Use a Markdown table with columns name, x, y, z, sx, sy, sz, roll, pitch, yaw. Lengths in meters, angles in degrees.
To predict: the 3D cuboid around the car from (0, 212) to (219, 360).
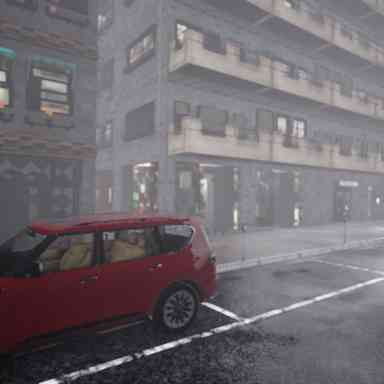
| name | x | y | z | sx | sy | sz | roll | pitch | yaw |
| --- | --- | --- | --- | --- | --- | --- | --- | --- | --- |
| car | -1.833 | 1.315 | 5.230 | 5.009 | 1.841 | 2.192 | 0 | 1 | -35 |
